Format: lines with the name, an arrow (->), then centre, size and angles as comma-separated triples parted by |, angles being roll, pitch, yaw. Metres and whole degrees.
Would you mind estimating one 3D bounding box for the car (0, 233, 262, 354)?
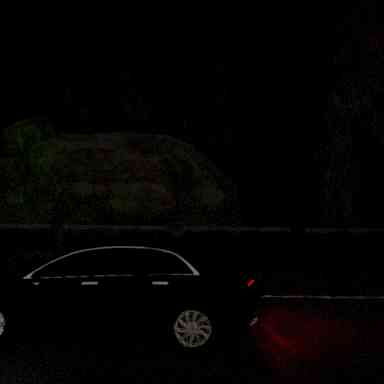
car -> -1.353, 1.473, 5.482 | 4.892, 1.490, 1.837 | 1, 0, 1
